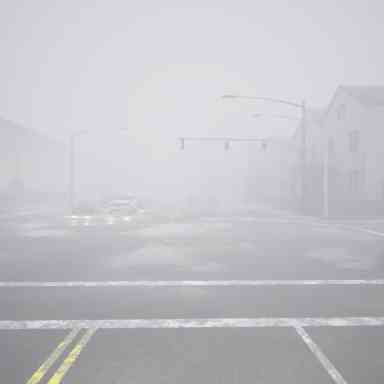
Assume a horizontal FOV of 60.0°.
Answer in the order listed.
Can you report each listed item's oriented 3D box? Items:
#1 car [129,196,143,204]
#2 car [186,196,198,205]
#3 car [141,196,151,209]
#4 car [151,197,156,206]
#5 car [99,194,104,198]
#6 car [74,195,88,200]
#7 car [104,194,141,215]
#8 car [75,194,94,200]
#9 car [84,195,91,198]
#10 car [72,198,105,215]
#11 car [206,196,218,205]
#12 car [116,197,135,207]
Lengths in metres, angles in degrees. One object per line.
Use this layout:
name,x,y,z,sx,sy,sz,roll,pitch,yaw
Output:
car,-10.523,1.526,63.202,1.812,1.442,4.674,0,0,1
car,0.020,1.492,58.605,2.128,1.511,4.902,0,0,0
car,-7.084,1.505,44.199,1.837,1.490,4.892,0,0,0
car,-7.070,1.478,54.587,1.882,1.535,5.008,0,0,0
car,-10.585,1.221,42.875,2.150,2.045,5.566,0,0,0
car,-28.182,1.295,84.378,1.853,1.218,4.536,0,0,-36
car,-7.089,1.221,34.646,2.150,2.045,5.566,0,0,0
car,-28.939,1.453,89.704,2.038,1.542,4.974,0,0,29
car,-28.151,1.453,84.337,2.038,1.542,4.974,0,0,-36
car,-10.589,1.564,33.615,1.994,1.385,4.181,0,0,0
car,3.619,1.526,60.330,1.812,1.442,4.674,0,0,0
car,-10.578,1.547,53.120,2.033,1.411,5.357,0,0,0
